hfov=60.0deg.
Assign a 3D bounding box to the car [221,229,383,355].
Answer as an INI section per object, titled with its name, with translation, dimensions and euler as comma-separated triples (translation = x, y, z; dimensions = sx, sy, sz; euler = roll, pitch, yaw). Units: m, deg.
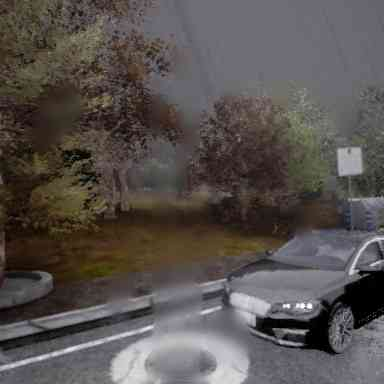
[car]
translation = 2.676, 1.503, 6.213
dimensions = 4.902, 1.511, 2.128
euler = 0, 0, -38
